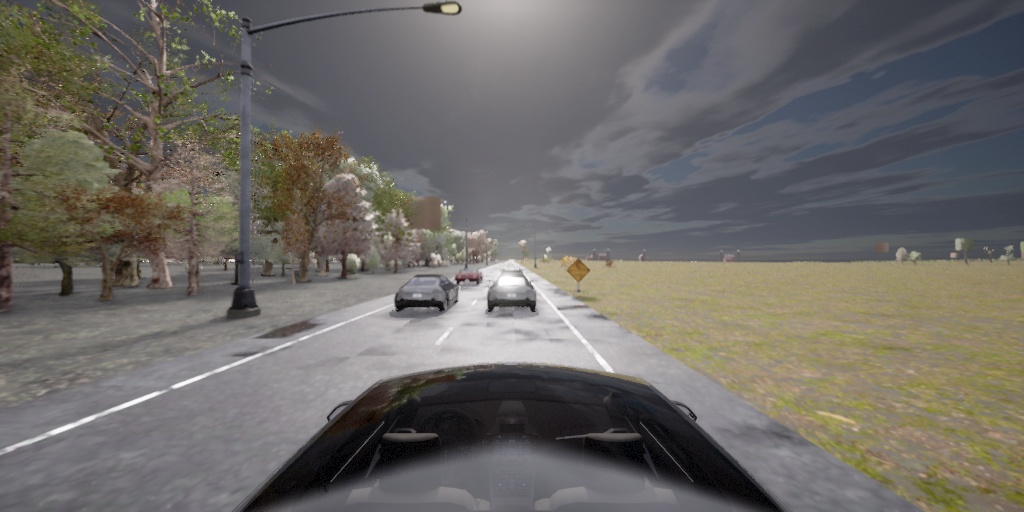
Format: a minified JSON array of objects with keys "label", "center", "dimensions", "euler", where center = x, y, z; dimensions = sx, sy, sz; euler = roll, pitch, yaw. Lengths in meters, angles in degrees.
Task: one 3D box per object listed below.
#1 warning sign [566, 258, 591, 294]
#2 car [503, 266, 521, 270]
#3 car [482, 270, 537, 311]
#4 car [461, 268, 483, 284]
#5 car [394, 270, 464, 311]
[{"label":"warning sign","center":[3.547,1.050,19.070],"dimensions":[1.300,1.860,1.060],"euler":[0,0,0]},{"label":"car","center":[0.013,1.549,30.363],"dimensions":[2.128,1.511,4.902],"euler":[0,0,0]},{"label":"car","center":[0.012,1.460,15.379],"dimensions":[1.994,1.385,4.181],"euler":[0,-1,1]},{"label":"car","center":[-3.490,1.654,30.119],"dimensions":[1.895,1.301,4.718],"euler":[0,-1,0]},{"label":"car","center":[-3.487,1.459,15.319],"dimensions":[1.994,1.385,4.181],"euler":[0,-1,1]}]
